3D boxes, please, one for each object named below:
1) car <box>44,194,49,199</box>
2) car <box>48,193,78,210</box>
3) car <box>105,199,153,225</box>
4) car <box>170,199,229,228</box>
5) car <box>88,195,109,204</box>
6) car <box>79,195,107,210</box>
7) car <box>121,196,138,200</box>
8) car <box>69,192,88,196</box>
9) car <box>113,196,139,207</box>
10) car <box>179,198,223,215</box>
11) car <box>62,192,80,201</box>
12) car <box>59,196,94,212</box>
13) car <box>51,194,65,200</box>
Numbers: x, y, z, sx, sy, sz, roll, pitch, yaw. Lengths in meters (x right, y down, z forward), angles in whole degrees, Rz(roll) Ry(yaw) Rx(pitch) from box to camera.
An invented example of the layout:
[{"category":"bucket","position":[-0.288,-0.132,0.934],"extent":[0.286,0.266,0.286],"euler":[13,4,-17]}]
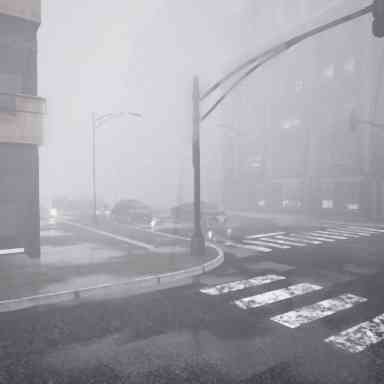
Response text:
[{"category":"car","position":[-34.976,1.075,83.335],"extent":[1.752,1.417,4.829],"euler":[-1,1,-35]},{"category":"car","position":[-15.914,1.313,41.037],"extent":[1.967,1.590,4.097],"euler":[-1,1,-35]},{"category":"car","position":[-4.420,1.509,24.191],"extent":[1.887,1.381,4.507],"euler":[-1,1,-35]},{"category":"car","position":[0.388,1.434,22.010],"extent":[2.128,1.511,4.902],"euler":[-1,1,-35]},{"category":"car","position":[-15.584,1.217,55.292],"extent":[1.752,1.417,4.829],"euler":[-1,1,-35]},{"category":"car","position":[-11.492,1.397,39.205],"extent":[2.033,1.411,5.357],"euler":[-1,1,-35]},{"category":"car","position":[-5.494,1.374,30.519],"extent":[1.882,1.535,5.008],"euler":[-1,1,-35]},{"category":"car","position":[-18.083,1.081,54.344],"extent":[2.097,1.767,4.553],"euler":[-1,1,-35]},{"category":"car","position":[-9.120,1.266,45.945],"extent":[1.752,1.417,4.829],"euler":[-1,1,-35]},{"category":"car","position":[0.756,1.360,31.846],"extent":[1.887,1.381,4.507],"euler":[-1,1,-35]},{"category":"car","position":[-25.185,0.935,69.172],"extent":[2.192,1.841,5.009],"euler":[-1,1,-35]},{"category":"car","position":[-12.681,1.448,36.364],"extent":[2.008,1.369,4.403],"euler":[-1,1,-35]},{"category":"car","position":[-31.648,1.124,78.522],"extent":[2.008,1.369,4.403],"euler":[-1,1,-35]}]
